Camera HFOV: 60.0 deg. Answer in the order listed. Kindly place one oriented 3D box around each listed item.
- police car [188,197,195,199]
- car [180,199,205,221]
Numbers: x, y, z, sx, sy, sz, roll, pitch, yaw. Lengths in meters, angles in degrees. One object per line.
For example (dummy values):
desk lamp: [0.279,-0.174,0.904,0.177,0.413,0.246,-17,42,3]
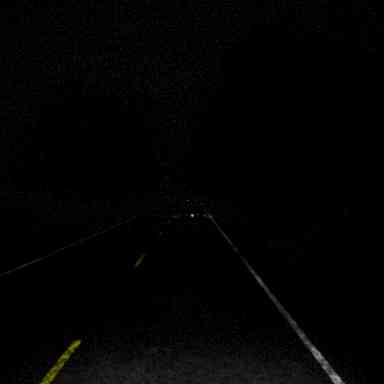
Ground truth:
police car: [0.037,1.562,54.490,2.038,1.542,4.974,0,0,0]
car: [0.056,1.619,28.645,1.837,1.490,4.892,0,0,1]
